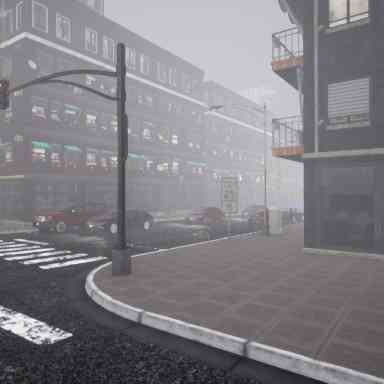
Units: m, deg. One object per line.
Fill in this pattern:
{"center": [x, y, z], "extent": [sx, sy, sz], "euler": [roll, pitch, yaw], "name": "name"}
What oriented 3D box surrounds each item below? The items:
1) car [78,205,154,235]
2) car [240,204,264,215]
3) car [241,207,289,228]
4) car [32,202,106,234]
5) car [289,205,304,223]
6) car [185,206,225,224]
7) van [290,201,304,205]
{"center": [-4.533, 1.814, 21.479], "extent": [1.837, 1.490, 4.892], "euler": [0, -1, 35], "name": "car"}
{"center": [7.297, 2.189, 38.259], "extent": [1.837, 1.490, 4.892], "euler": [0, -1, 36], "name": "car"}
{"center": [5.786, 2.048, 26.153], "extent": [1.802, 1.307, 4.206], "euler": [-2, -2, 35], "name": "car"}
{"center": [-7.619, 1.604, 21.620], "extent": [2.192, 1.841, 5.009], "euler": [-1, -2, 35], "name": "car"}
{"center": [9.057, 2.121, 30.803], "extent": [2.008, 1.369, 4.403], "euler": [-2, -2, 35], "name": "car"}
{"center": [1.322, 2.020, 29.782], "extent": [1.812, 1.442, 4.674], "euler": [0, -1, 35], "name": "car"}
{"center": [18.554, 2.464, 58.802], "extent": [1.690, 1.788, 3.998], "euler": [-2, -2, 35], "name": "van"}
